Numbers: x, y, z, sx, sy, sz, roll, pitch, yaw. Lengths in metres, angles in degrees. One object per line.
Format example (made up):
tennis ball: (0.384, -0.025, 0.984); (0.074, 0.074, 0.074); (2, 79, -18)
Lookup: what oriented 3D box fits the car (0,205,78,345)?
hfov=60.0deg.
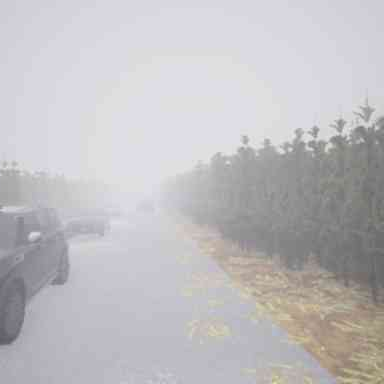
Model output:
car: (-4.069, 1.332, 6.747); (2.150, 2.045, 5.566); (-2, 0, -8)

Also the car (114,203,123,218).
car: (-7.591, 1.698, 31.242); (1.895, 1.301, 4.718); (-2, 1, -8)

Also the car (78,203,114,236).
car: (-5.871, 1.616, 19.236); (1.882, 1.535, 5.008); (-2, 1, -9)

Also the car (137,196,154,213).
car: (-5.199, 1.543, 37.226); (1.895, 1.301, 4.718); (-2, 1, -8)
